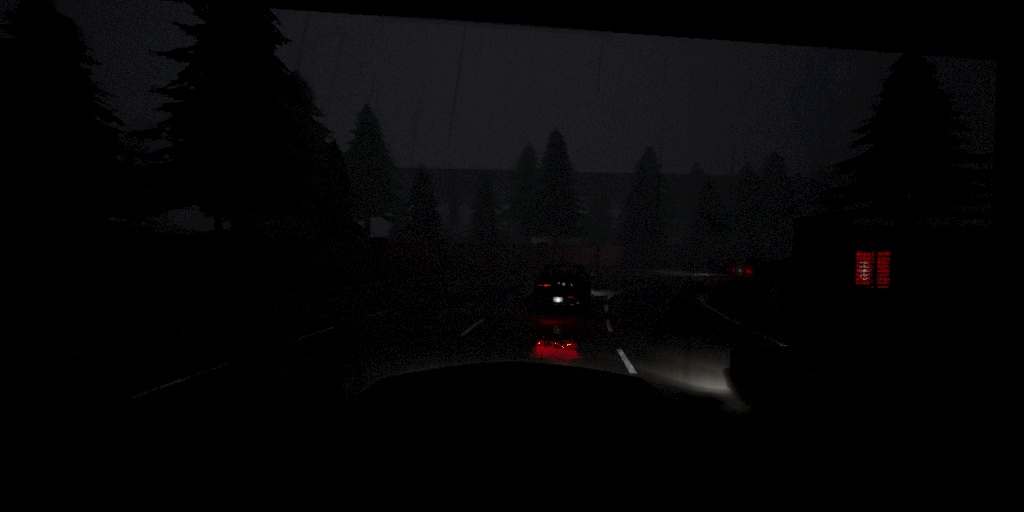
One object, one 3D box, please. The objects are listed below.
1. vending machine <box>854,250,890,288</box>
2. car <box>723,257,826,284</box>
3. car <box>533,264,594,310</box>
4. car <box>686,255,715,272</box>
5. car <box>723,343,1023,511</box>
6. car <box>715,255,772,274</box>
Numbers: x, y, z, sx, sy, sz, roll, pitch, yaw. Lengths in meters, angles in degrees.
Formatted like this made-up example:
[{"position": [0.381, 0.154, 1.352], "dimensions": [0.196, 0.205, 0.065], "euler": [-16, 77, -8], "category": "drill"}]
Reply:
[{"position": [18.487, 0.681, 18.442], "dimensions": [0.880, 2.100, 1.100], "euler": [0, 0, -8], "category": "vending machine"}, {"position": [16.497, 0.954, 22.232], "dimensions": [5.357, 1.411, 2.033], "euler": [0, 1, -5], "category": "car"}, {"position": [2.019, 1.035, 13.535], "dimensions": [1.837, 1.490, 4.892], "euler": [0, 2, 14], "category": "car"}, {"position": [18.593, 0.682, 33.045], "dimensions": [5.008, 1.535, 1.882], "euler": [0, 1, -8], "category": "car"}, {"position": [3.601, 1.300, 2.152], "dimensions": [2.033, 1.411, 5.357], "euler": [0, 1, 1], "category": "car"}, {"position": [17.597, 0.822, 25.635], "dimensions": [5.008, 1.535, 1.882], "euler": [0, 1, -9], "category": "car"}]
